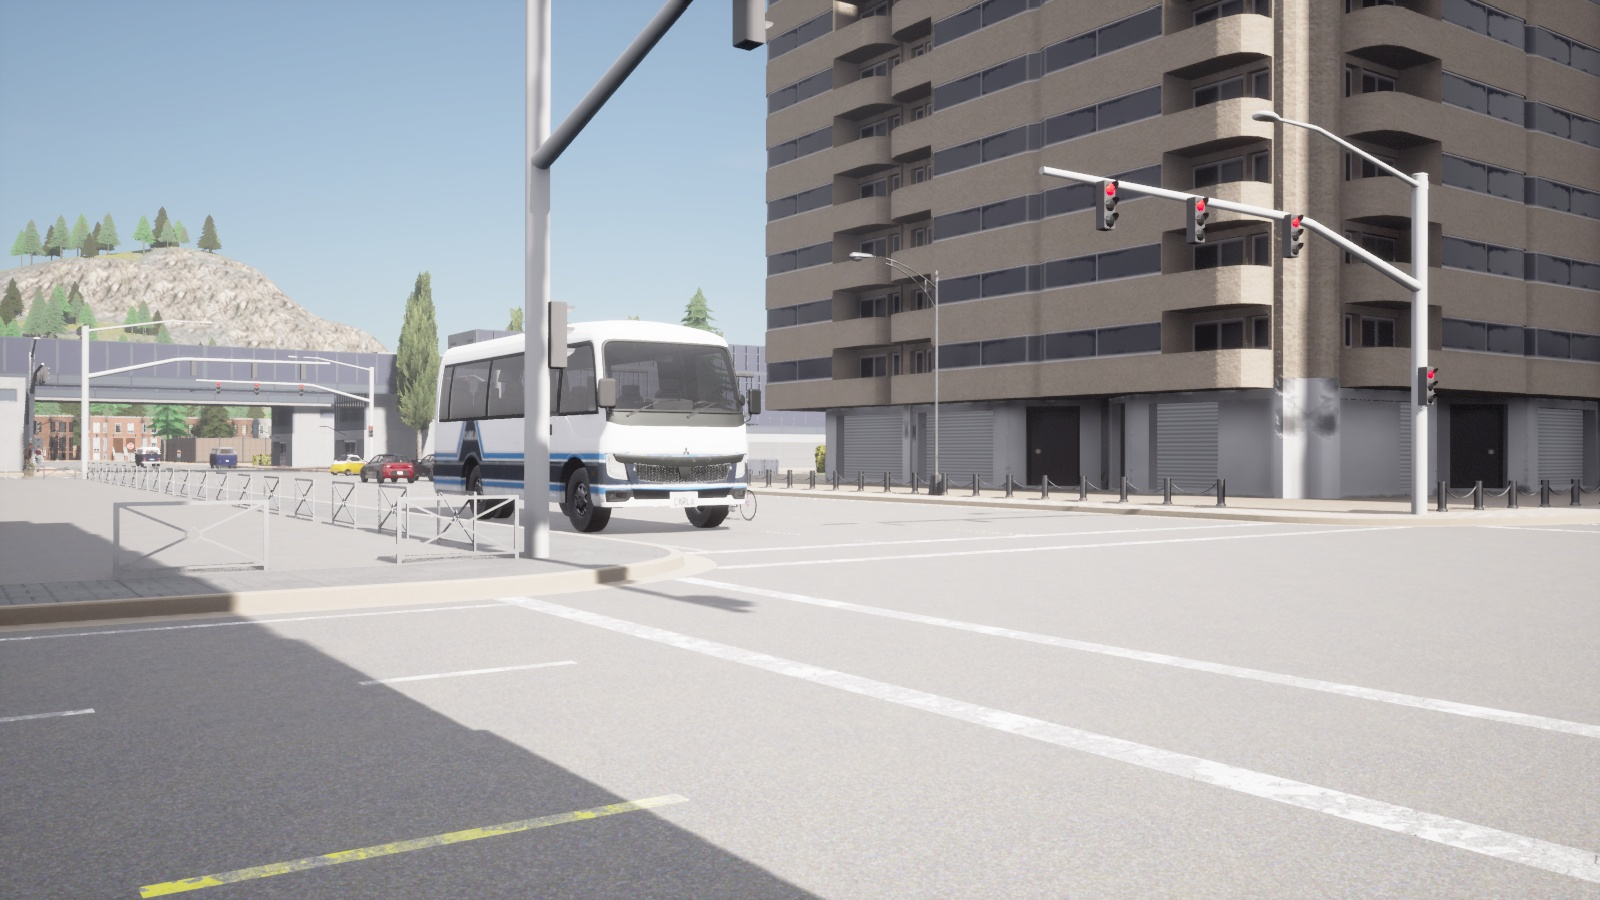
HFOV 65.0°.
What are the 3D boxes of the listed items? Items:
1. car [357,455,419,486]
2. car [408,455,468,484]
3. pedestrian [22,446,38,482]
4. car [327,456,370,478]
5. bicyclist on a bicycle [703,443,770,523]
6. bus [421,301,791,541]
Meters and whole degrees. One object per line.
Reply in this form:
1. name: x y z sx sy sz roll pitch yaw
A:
1. car: -20.704 1.012 63.020 1.816 1.474 4.193 0 0 -35
2. car: -19.461 1.020 67.379 1.816 1.474 4.193 0 0 -35
3. pedestrian: -38.911 0.697 63.456 0.703 1.840 0.431 0 0 -29
4. car: -29.268 1.116 81.404 1.481 1.376 2.207 -1 -1 28
5. bicyclist on a bicycle: -1.488 0.745 29.055 0.659 1.776 1.843 0 0 -35
6. bus: -4.724 -0.499 27.581 3.944 4.253 10.273 0 0 -35
